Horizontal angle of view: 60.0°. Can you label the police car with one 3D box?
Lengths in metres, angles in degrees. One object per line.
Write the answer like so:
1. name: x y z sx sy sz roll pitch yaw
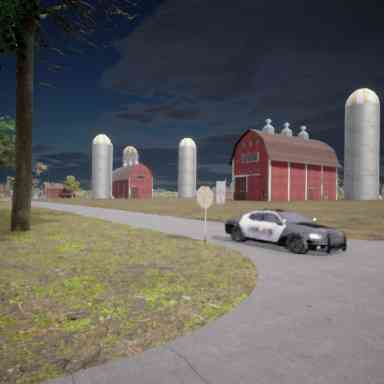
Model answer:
1. police car: 3.532 1.435 13.204 2.038 1.542 4.974 1 0 -34
